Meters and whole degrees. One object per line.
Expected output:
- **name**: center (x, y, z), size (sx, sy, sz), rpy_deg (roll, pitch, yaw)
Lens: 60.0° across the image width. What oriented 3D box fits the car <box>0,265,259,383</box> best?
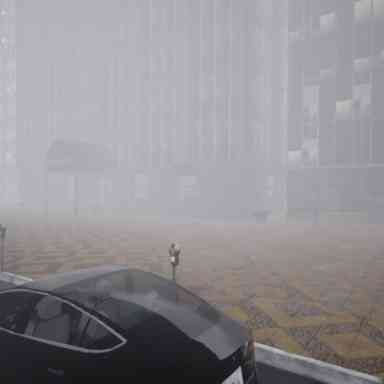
- **car**: center (-1.374, 1.565, 3.835), size (4.313, 1.339, 1.947), rpy_deg (0, 1, 35)
